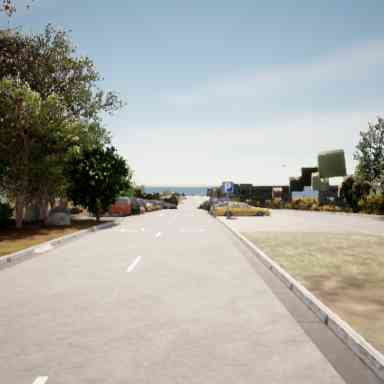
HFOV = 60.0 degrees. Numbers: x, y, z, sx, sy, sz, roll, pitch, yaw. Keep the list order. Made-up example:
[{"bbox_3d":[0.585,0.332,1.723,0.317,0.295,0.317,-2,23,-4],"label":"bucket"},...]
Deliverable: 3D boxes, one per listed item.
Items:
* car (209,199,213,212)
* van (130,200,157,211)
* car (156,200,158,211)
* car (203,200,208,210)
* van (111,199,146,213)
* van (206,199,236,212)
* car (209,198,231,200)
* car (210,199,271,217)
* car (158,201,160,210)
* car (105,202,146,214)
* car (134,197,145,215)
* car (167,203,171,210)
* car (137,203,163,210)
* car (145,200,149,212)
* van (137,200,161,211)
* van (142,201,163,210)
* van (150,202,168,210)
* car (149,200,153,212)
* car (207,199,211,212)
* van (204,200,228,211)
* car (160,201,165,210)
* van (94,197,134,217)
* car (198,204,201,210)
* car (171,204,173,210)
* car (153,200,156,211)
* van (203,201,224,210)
[{"bbox_3d":[4.534,1.793,34.495,4.892,1.521,2.231,0,-2,0],"label":"car"},{"bbox_3d":[-8.657,2.423,59.641,4.442,1.987,1.878,0,-2,0],"label":"van"},{"bbox_3d":[-8.535,2.454,54.096,5.008,1.535,2.097,0,-2,0],"label":"car"},{"bbox_3d":[4.568,1.808,42.820,5.566,2.045,2.435,0,-2,0],"label":"car"},{"bbox_3d":[-8.657,1.937,45.798,4.442,1.987,1.878,0,-2,0],"label":"van"},{"bbox_3d":[4.423,2.125,51.143,4.442,1.987,1.878,0,-2,0],"label":"van"},{"bbox_3d":[4.509,1.839,40.046,4.553,1.767,2.185,0,-2,0],"label":"car"},{"bbox_3d":[4.725,1.716,31.727,5.366,1.575,1.946,0,-2,0],"label":"car"},{"bbox_3d":[-8.534,2.553,56.865,4.892,1.521,2.231,0,-2,0],"label":"car"},{"bbox_3d":[-8.533,2.066,43.021,4.892,1.521,2.231,0,-2,0],"label":"car"},{"bbox_3d":[-8.568,1.628,37.496,5.566,2.045,2.435,0,-2,0],"label":"car"},{"bbox_3d":[-8.511,3.222,78.874,5.566,2.045,2.435,0,-3,0],"label":"car"},{"bbox_3d":[-8.545,2.940,67.938,5.008,1.535,2.097,0,-2,0],"label":"car"},{"bbox_3d":[-8.355,1.967,40.256,5.366,1.575,1.946,0,-2,0],"label":"car"},{"bbox_3d":[-8.423,2.618,65.177,4.442,1.987,1.878,0,-2,0],"label":"van"},{"bbox_3d":[-8.656,2.971,73.464,4.442,1.987,1.878,0,-3,0],"label":"van"},{"bbox_3d":[-8.656,3.673,87.172,4.442,1.987,1.878,0,-3,0],"label":"van"},{"bbox_3d":[-8.508,2.134,48.563,4.553,1.767,2.185,0,-2,0],"label":"car"},{"bbox_3d":[4.534,1.874,37.266,5.008,1.535,2.097,0,-2,0],"label":"car"},{"bbox_3d":[4.657,2.613,65.015,4.442,1.987,1.878,0,-2,0],"label":"van"},{"bbox_3d":[-8.355,2.743,62.403,5.366,1.575,1.946,0,-2,0],"label":"car"},{"bbox_3d":[-8.657,1.568,34.605,4.442,1.987,1.878,0,-2,0],"label":"van"},{"bbox_3d":[4.512,2.797,70.549,5.566,2.045,2.435,0,-3,0],"label":"car"},{"bbox_3d":[-8.534,4.188,92.818,5.008,1.535,2.097,0,-3,0],"label":"car"},{"bbox_3d":[-8.535,2.352,51.202,5.008,1.535,2.097,0,-2,0],"label":"car"},{"bbox_3d":[4.657,2.964,73.320,4.442,1.987,1.878,0,-3,0],"label":"van"}]
